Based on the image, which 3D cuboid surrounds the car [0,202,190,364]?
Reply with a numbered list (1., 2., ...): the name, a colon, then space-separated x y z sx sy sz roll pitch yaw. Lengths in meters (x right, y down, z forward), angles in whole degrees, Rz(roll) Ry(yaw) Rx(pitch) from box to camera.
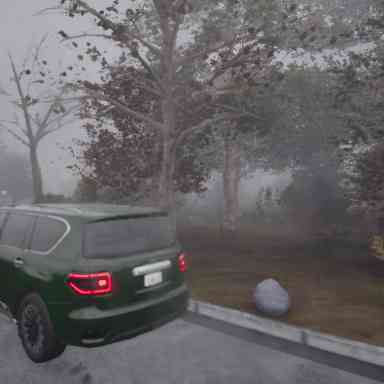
1. car: -2.563 1.200 6.106 5.566 2.045 2.150 1 1 40
